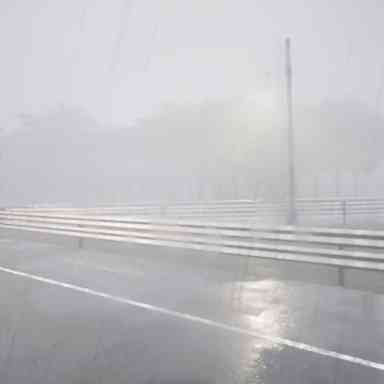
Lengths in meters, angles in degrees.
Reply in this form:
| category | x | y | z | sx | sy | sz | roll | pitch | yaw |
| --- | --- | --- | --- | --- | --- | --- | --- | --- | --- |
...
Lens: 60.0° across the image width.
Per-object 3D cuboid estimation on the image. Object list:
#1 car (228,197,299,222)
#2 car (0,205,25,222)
| category | x | y | z | sx | sy | sz | roll | pitch | yaw |
| --- | --- | --- | --- | --- | --- | --- | --- | --- | --- |
| car | 5.008 | 1.172 | 23.784 | 5.008 | 1.535 | 1.882 | -1 | -1 | 2 |
| car | -14.962 | 1.720 | 27.024 | 4.718 | 1.301 | 1.895 | -1 | -1 | 13 |
